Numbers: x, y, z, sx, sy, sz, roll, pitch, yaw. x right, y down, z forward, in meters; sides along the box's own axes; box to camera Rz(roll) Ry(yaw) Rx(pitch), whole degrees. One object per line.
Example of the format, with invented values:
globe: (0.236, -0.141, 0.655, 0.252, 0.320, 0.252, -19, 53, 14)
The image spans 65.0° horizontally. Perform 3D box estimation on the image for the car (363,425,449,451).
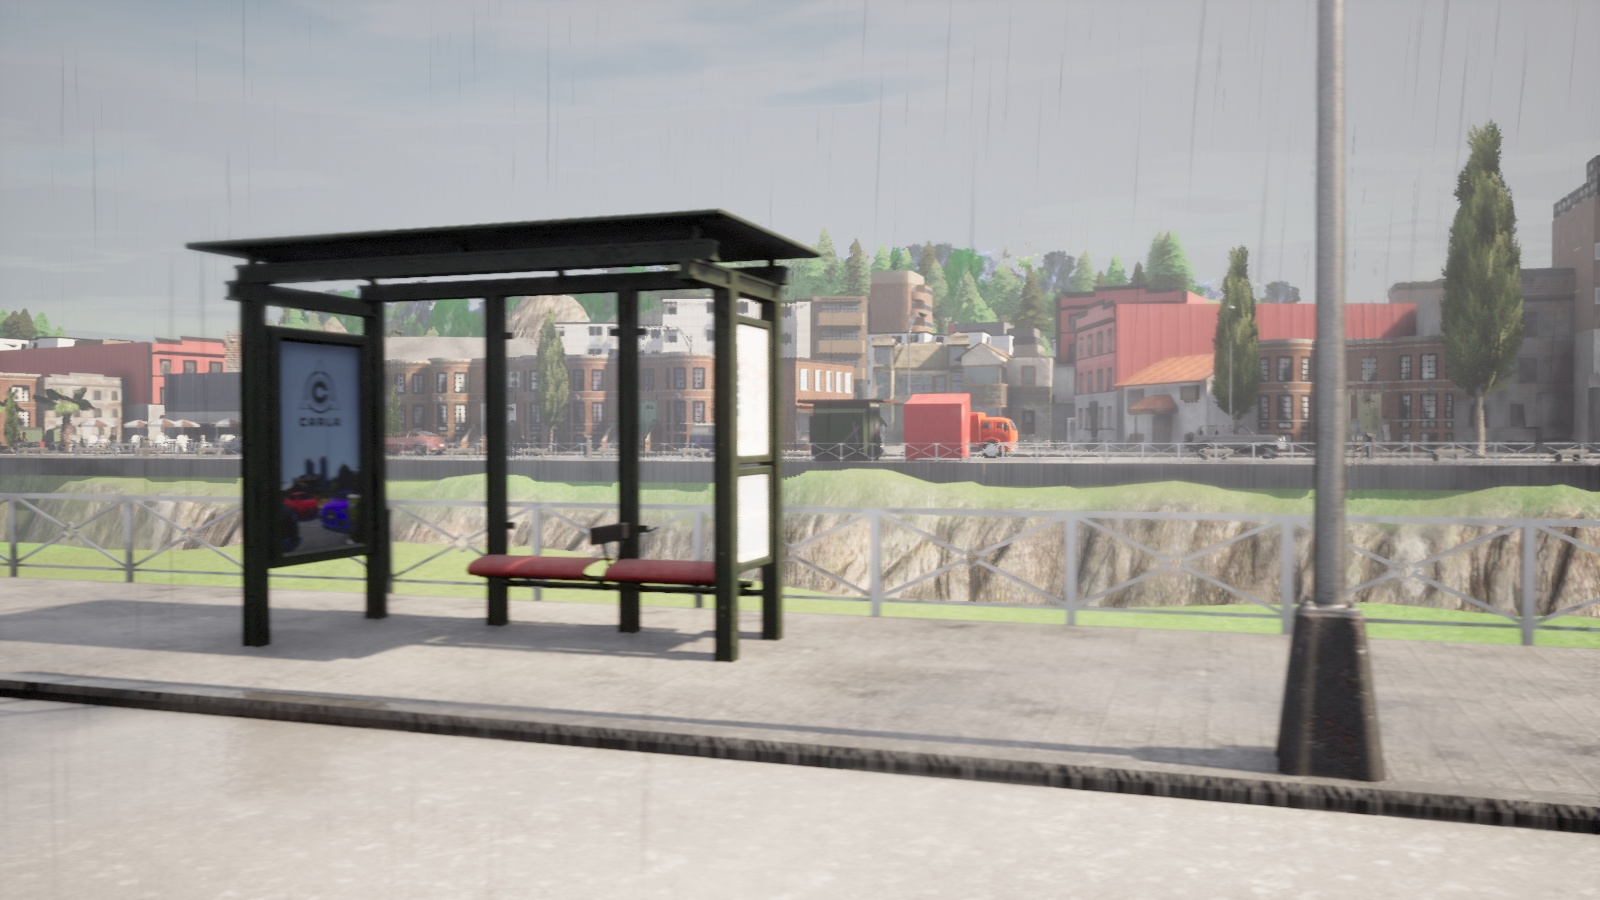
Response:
car: (-25.598, -0.798, 81.636, 5.027, 1.651, 2.152, 1, 1, 19)

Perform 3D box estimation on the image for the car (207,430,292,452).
car: (-37.559, -0.639, 85.660, 5.357, 1.411, 2.033, 1, 1, 19)

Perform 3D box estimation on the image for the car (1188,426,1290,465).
car: (21.491, -0.262, 61.591, 4.605, 1.855, 1.932, 1, 1, 19)

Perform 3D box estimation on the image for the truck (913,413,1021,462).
truck: (8.793, -0.682, 65.854, 5.204, 2.467, 2.627, 1, 1, 19)
